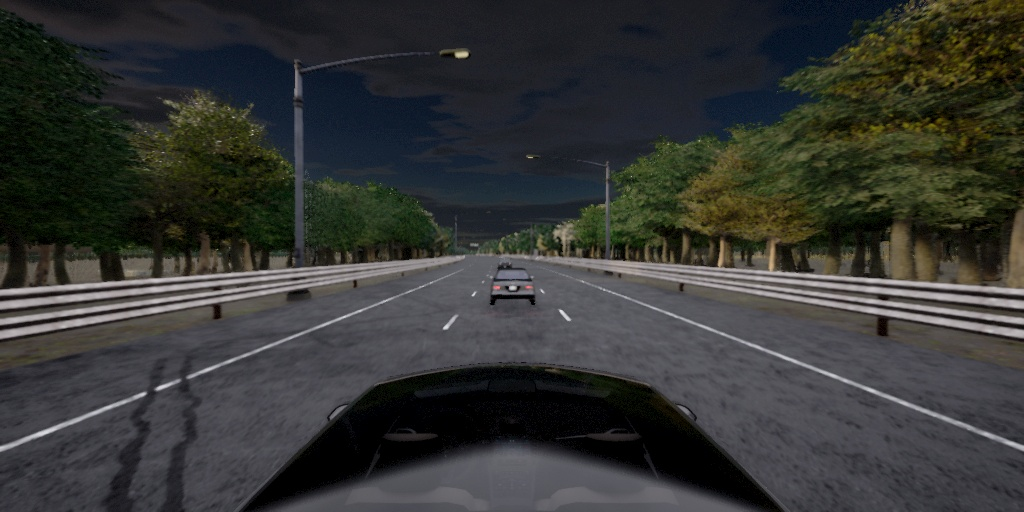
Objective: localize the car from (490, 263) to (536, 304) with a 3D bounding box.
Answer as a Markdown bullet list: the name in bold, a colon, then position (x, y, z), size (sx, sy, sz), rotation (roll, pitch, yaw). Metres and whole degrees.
- **car**: position (0.004, 1.190, 15.552), size (2.033, 1.411, 5.357), rotation (0, 0, -1)

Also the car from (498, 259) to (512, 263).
- **car**: position (-0.953, 1.004, 47.526), size (1.895, 1.301, 4.718), rotation (0, 0, -2)
